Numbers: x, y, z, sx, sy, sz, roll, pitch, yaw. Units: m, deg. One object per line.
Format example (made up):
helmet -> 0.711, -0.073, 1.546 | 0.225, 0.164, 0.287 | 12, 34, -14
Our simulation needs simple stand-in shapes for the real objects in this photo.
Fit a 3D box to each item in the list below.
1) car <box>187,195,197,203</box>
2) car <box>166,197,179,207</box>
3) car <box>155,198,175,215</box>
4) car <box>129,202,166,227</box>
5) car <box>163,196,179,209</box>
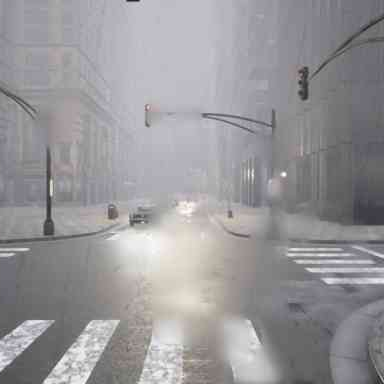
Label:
car -> 0.068, 1.366, 69.674 | 2.097, 1.767, 4.553 | 0, 0, 0
car -> -3.076, 1.531, 53.187 | 1.812, 1.442, 4.674 | 0, 0, 0
car -> -3.108, 1.564, 33.144 | 1.994, 1.385, 4.181 | 0, 0, 0
car -> -3.110, 1.601, 23.201 | 1.895, 1.301, 4.718 | 0, 0, 0
car -> -3.115, 1.354, 43.146 | 2.097, 1.767, 4.553 | 0, 0, 0
